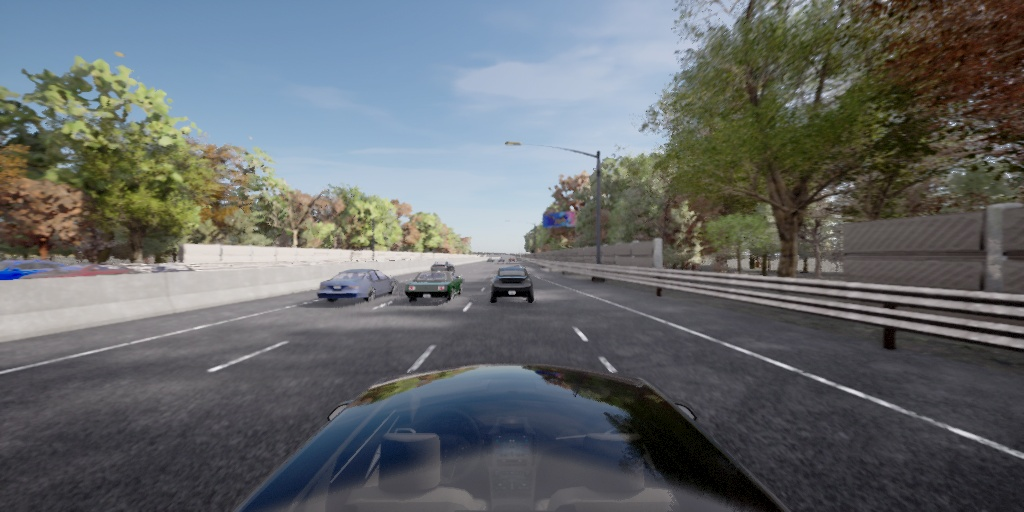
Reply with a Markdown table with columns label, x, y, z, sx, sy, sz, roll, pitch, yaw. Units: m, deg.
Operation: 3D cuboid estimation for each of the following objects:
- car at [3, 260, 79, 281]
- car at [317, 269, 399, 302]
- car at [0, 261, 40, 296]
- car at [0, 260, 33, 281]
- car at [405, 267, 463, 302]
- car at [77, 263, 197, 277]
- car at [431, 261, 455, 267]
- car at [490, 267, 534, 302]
| label | x | y | z | sx | sy | sz | roll | pitch | yaw |
| --- | --- | --- | --- | --- | --- | --- | --- | --- | --- |
| car | -20.997 | 1.029 | 17.669 | 1.994 | 1.385 | 4.181 | 0 | 0 | 0 |
| car | -6.997 | 1.305 | 16.884 | 2.033 | 1.411 | 5.357 | 0 | 0 | 0 |
| car | -27.375 | 1.163 | 17.700 | 2.097 | 1.767 | 4.553 | 0 | 0 | 3 |
| car | -24.497 | 0.954 | 17.670 | 1.882 | 1.535 | 5.008 | 0 | 0 | 0 |
| car | -3.498 | 1.358 | 17.007 | 1.895 | 1.301 | 4.718 | 0 | 0 | 0 |
| car | -17.497 | 1.071 | 17.639 | 1.895 | 1.301 | 4.718 | 0 | 0 | 0 |
| car | -6.995 | 1.259 | 36.503 | 2.128 | 1.511 | 4.902 | 0 | 0 | 0 |
| car | 0.003 | 1.264 | 17.188 | 1.837 | 1.490 | 4.892 | 0 | 0 | 0 |
